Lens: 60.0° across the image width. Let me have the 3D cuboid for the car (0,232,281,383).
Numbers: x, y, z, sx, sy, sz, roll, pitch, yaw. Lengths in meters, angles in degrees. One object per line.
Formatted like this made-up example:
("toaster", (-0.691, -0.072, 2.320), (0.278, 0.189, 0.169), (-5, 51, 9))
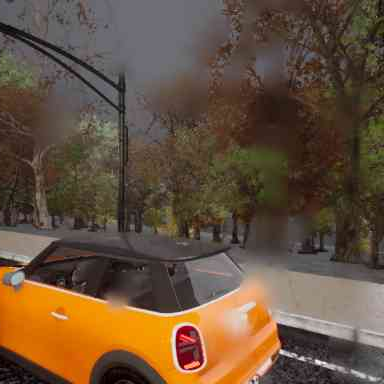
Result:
("car", (-1.239, 1.351, 4.581), (4.553, 1.767, 2.097), (0, 0, 36))
